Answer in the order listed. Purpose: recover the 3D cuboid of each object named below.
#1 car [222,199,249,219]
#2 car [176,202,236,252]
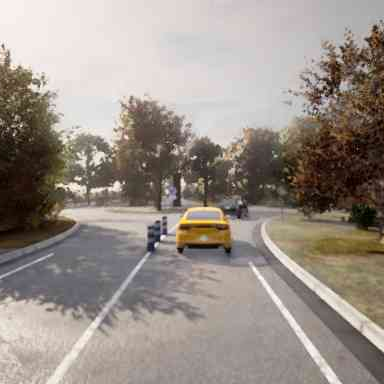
[{"bbox_3d":[3.729,1.374,29.839,2.097,1.767,4.553,0,-1,20],"label":"car"},{"bbox_3d":[0.510,1.342,13.145,1.882,1.535,5.008,0,0,3],"label":"car"}]
